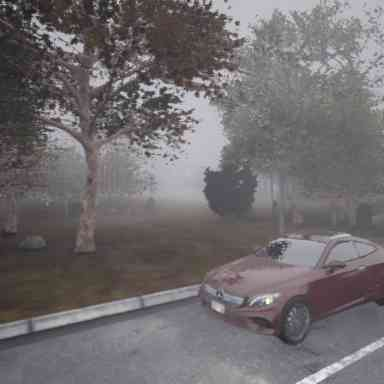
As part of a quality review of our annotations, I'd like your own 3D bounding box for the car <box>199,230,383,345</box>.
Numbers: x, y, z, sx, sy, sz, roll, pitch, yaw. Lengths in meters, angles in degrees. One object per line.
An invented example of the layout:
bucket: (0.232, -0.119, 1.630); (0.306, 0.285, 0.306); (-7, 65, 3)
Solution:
car: (2.317, 1.526, 6.502); (4.674, 1.442, 1.812); (0, 0, -35)
